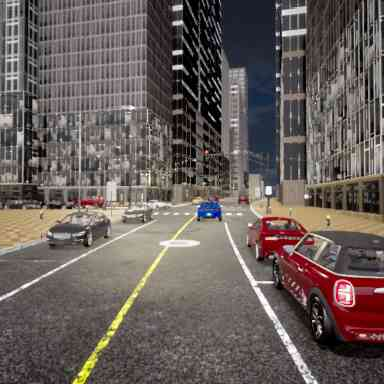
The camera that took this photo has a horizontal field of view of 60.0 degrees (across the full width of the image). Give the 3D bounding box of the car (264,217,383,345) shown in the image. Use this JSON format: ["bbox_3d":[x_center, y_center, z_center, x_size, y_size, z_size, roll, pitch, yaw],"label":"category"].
[{"bbox_3d":[2.816,1.443,6.336,1.967,1.590,4.097,1,0,2],"label":"car"}]

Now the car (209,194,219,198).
[{"bbox_3d":[5.174,1.506,78.776,2.192,1.841,5.009,1,0,14],"label":"car"}]

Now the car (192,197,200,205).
[{"bbox_3d":[1.176,1.653,62.537,1.752,1.417,4.829,1,0,12],"label":"car"}]

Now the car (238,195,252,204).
[{"bbox_3d":[10.093,1.423,65.090,2.192,1.841,5.009,1,0,13],"label":"car"}]

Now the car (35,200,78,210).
[{"bbox_3d":[-16.949,1.645,41.941,4.313,1.339,1.947,0,-1,13],"label":"car"}]

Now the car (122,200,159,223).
[{"bbox_3d":[-4.123,1.579,25.676,2.008,1.369,4.403,1,0,5],"label":"car"}]

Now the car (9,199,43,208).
[{"bbox_3d":[-26.022,1.843,52.194,4.403,1.369,2.008,0,-1,13],"label":"car"}]

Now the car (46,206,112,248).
[{"bbox_3d":[-4.877,1.564,14.886,2.008,1.369,4.403,1,0,3],"label":"car"}]

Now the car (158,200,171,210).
[{"bbox_3d":[-5.149,1.707,43.929,4.718,1.301,1.895,-1,-1,30],"label":"car"}]

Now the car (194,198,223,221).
[{"bbox_3d":[1.485,1.499,27.144,1.882,1.535,5.008,0,0,5],"label":"car"}]

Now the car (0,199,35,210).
[{"bbox_3d":[-22.390,1.662,43.233,4.403,1.369,2.008,0,-1,13],"label":"car"}]

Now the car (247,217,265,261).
[{"bbox_3d":[3.009,1.549,11.976,1.887,1.381,4.507,1,0,3],"label":"car"}]

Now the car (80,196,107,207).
[{"bbox_3d":[-15.136,1.545,49.613,5.009,1.841,2.192,0,-1,13],"label":"car"}]
